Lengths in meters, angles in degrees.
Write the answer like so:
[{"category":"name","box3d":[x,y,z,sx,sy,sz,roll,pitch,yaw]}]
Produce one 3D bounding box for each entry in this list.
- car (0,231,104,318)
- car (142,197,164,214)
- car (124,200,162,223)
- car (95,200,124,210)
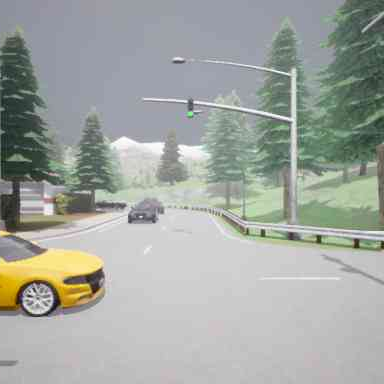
[{"category":"car","box3d":[-4.368,1.538,6.854,5.008,1.535,1.882,1,0,0]},{"category":"car","box3d":[-4.360,1.364,35.223,2.097,1.767,4.553,0,0,-18]},{"category":"car","box3d":[-3.653,1.573,25.423,1.994,1.385,4.181,0,0,-1]},{"category":"car","box3d":[-10.832,1.623,43.046,4.718,1.301,1.895,0,0,15]}]
